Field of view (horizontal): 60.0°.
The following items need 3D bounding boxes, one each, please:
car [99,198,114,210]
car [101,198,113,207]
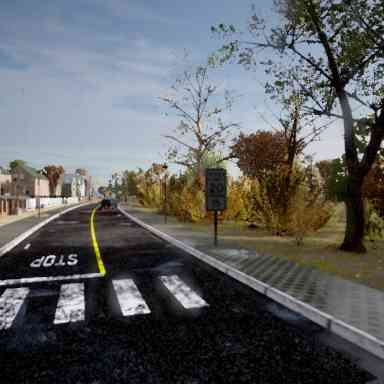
[{"bbox_3d":[-12.140,1.696,47.228,1.837,1.490,4.892,0,0,-14],"label":"car"},{"bbox_3d":[-14.506,1.782,56.935,1.812,1.442,4.674,0,0,-13],"label":"car"}]
